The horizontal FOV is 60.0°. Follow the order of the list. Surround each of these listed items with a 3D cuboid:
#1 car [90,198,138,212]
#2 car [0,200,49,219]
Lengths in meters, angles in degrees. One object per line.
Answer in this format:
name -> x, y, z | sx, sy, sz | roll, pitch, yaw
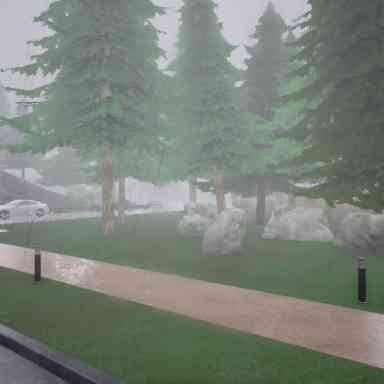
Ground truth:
car -> -8.201, 1.385, 35.671 | 2.033, 1.411, 5.357 | 0, 0, 36
car -> -14.179, 1.363, 27.340 | 1.812, 1.442, 4.674 | 0, 0, 35
